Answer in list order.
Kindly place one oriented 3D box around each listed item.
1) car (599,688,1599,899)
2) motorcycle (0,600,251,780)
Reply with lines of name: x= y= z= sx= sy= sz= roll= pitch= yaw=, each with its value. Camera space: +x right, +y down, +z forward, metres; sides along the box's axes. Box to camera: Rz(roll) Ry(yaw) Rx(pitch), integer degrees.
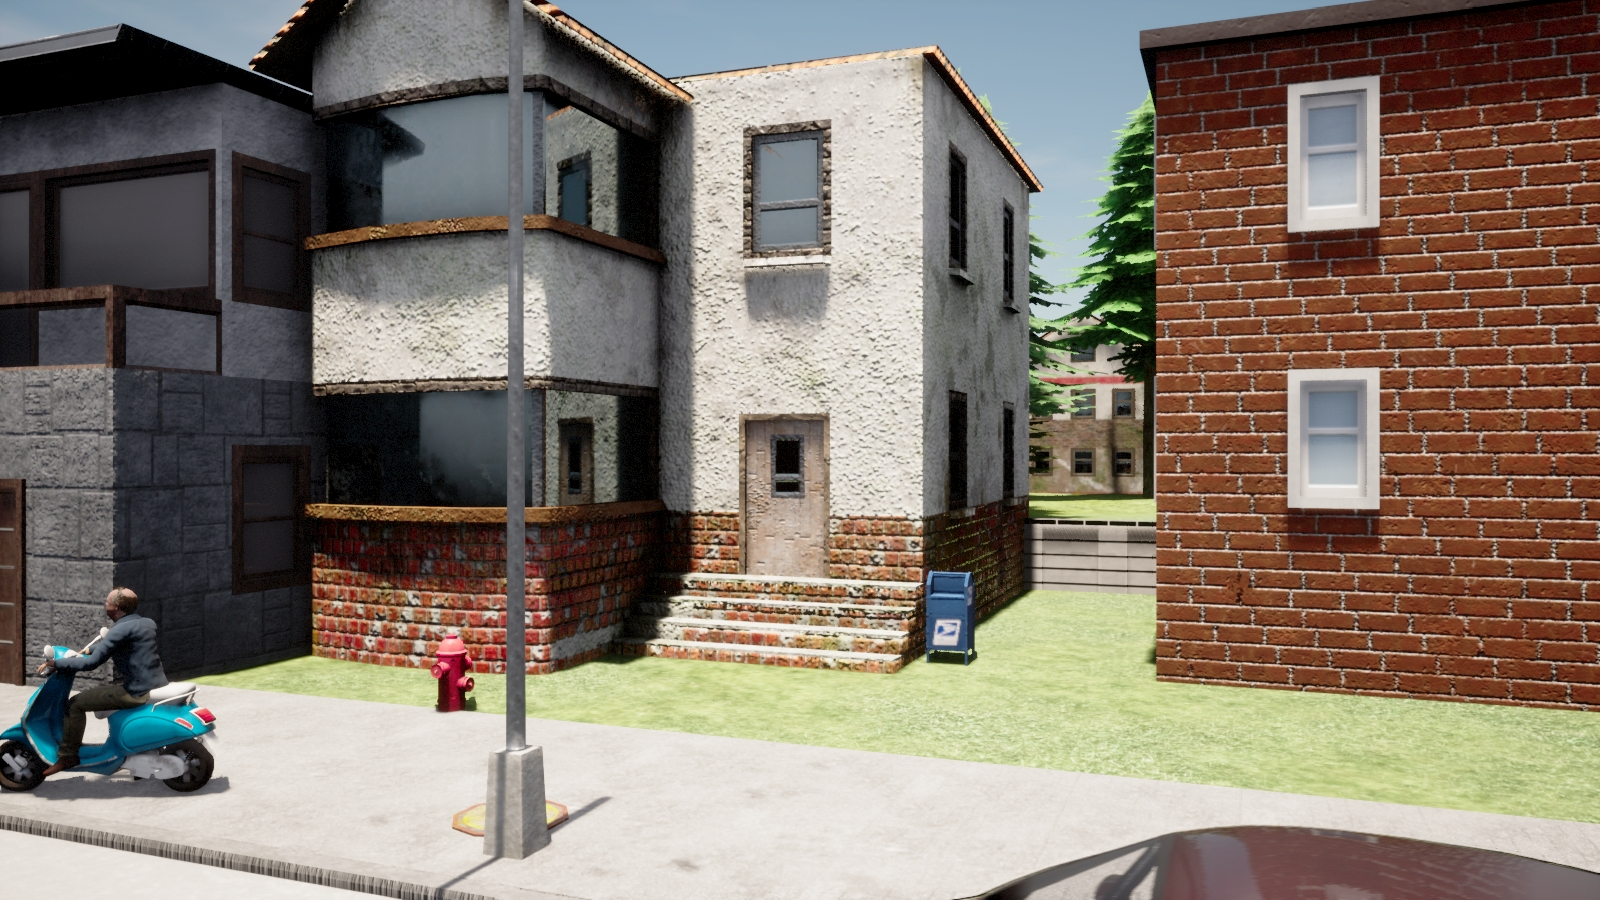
car: x=1.474 y=1.806 z=3.432 sx=3.705 sy=1.549 sz=1.789 roll=0 pitch=0 yaw=21
motorcycle: x=-5.442 y=1.858 z=9.019 sx=1.805 sy=1.236 sz=0.856 roll=0 pitch=0 yaw=1
